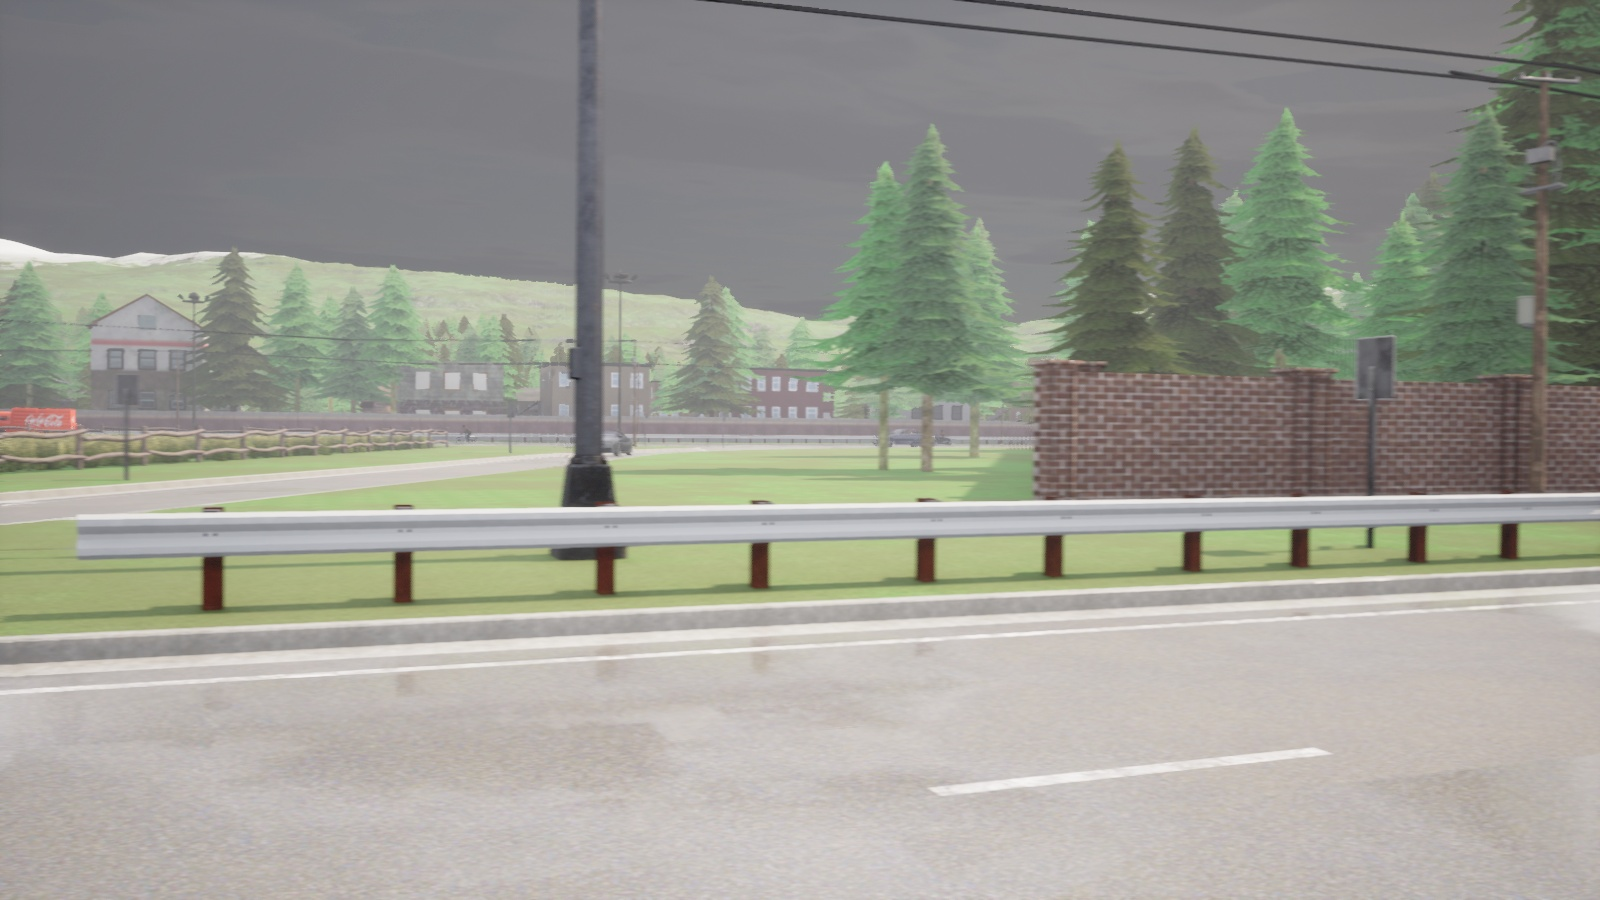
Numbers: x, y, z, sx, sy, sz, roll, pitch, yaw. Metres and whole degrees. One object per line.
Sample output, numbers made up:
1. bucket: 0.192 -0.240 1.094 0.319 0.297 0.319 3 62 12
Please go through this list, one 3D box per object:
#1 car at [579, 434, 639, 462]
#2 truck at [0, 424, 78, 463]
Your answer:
1. car: -9.958 -0.137 65.838 1.994 1.385 4.181 -1 1 7
2. truck: -51.054 -0.449 83.215 5.204 2.467 2.627 -1 1 -21
